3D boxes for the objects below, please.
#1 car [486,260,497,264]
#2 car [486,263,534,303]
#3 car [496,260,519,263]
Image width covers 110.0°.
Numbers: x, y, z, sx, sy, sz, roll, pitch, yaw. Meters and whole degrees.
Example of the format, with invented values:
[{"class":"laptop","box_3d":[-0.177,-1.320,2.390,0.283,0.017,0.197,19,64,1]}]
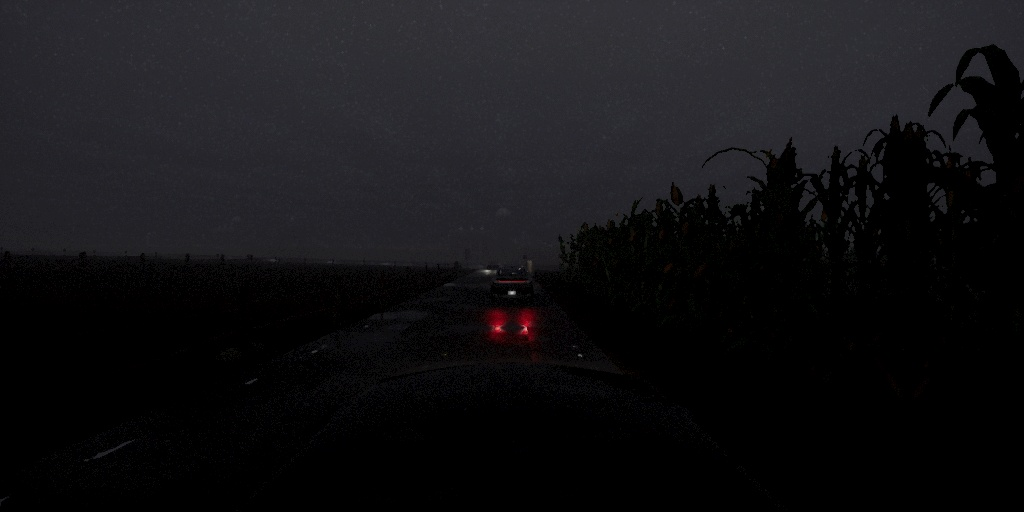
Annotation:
[{"class":"car","box_3d":[-2.749,1.276,53.555,1.882,1.535,5.008,0,0,0]},{"class":"car","box_3d":[0.000,1.237,16.514,2.128,1.511,4.902,0,0,0]},{"class":"car","box_3d":[0.001,1.239,31.530,2.128,1.511,4.902,0,0,0]}]
